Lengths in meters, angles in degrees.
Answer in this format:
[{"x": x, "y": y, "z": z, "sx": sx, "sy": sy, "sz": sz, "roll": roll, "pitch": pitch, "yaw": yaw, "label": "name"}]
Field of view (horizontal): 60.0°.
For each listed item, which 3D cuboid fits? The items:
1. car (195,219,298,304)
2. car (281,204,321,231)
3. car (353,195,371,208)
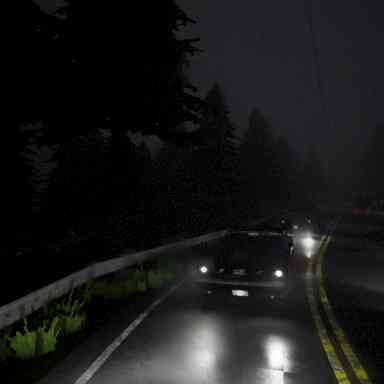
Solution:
[{"x": 1.582, "y": 1.598, "z": 8.416, "sx": 1.895, "sy": 1.301, "sz": 4.718, "roll": -1, "pitch": 0, "yaw": 18, "label": "car"}, {"x": 6.659, "y": 1.460, "z": 20.058, "sx": 2.033, "sy": 1.411, "sz": 5.357, "roll": -2, "pitch": 0, "yaw": 26, "label": "car"}, {"x": 20.610, "y": 1.058, "z": 40.248, "sx": 2.128, "sy": 1.511, "sz": 4.902, "roll": -2, "pitch": 0, "yaw": 28, "label": "car"}]
